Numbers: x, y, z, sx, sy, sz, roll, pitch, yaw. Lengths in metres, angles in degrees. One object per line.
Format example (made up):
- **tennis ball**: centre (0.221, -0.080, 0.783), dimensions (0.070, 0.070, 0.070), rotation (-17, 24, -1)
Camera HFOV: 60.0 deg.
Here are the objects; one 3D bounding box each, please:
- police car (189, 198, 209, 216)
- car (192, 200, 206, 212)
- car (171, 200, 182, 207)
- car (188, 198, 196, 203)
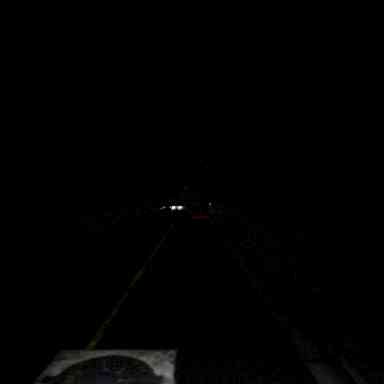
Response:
- **police car**: centre (0.913, 1.780, 37.504), dimensions (1.930, 1.638, 5.238), rotation (0, -1, 0)
- **car**: centre (0.916, 1.928, 47.394), dimensions (1.882, 1.535, 5.008), rotation (0, -1, 0)
- **car**: centre (-3.004, 2.180, 64.584), dimensions (1.994, 1.385, 4.181), rotation (0, -1, 1)
- **car**: centre (0.030, 2.273, 88.919), dimensions (1.994, 1.385, 4.181), rotation (0, 0, 0)
